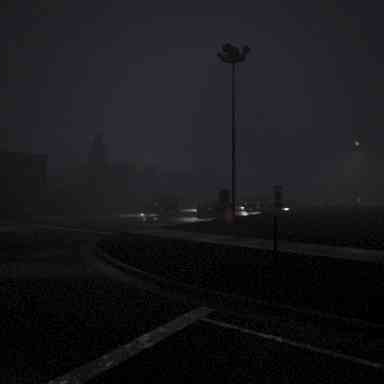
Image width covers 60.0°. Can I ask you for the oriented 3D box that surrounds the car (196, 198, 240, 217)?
[{"bbox_3d":[2.317,1.478,31.581,1.882,1.535,5.008,0,0,35],"label":"car"}]

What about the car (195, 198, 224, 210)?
[{"bbox_3d":[2.383,1.564,43.892,1.994,1.385,4.181,0,0,35],"label":"car"}]

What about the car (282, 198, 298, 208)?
[{"bbox_3d":[13.675,1.564,47.817,1.994,1.385,4.181,0,0,35],"label":"car"}]

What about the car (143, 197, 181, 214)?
[{"bbox_3d":[-3.230,1.352,35.858,2.097,1.767,4.553,0,0,35],"label":"car"}]

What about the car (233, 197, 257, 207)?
[{"bbox_3d":[8.381,1.505,52.436,1.837,1.490,4.892,0,0,35],"label":"car"}]

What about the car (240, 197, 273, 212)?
[{"bbox_3d":[7.945,1.352,39.634,2.097,1.767,4.553,0,0,35],"label":"car"}]
